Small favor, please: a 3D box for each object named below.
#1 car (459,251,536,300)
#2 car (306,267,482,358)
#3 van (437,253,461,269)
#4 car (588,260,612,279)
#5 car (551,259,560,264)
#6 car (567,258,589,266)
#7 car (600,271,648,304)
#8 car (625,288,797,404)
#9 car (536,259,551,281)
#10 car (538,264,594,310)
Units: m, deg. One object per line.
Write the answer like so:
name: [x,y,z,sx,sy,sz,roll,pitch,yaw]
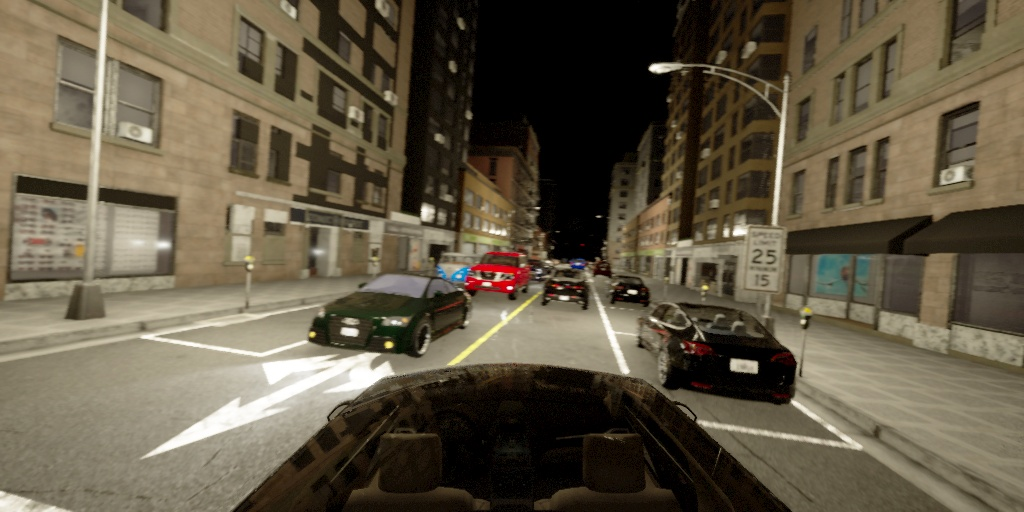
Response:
car: [-0.460,0.810,17.203,2.150,2.045,5.566,5,0,11]
car: [-2.297,1.084,7.879,1.994,1.385,4.181,5,0,11]
van: [-2.732,0.738,19.351,1.690,1.789,3.998,0,0,11]
car: [9.798,1.548,39.311,2.192,1.841,5.009,0,0,11]
car: [3.429,1.238,37.085,2.128,1.511,4.902,5,0,11]
car: [9.567,1.352,52.140,2.150,2.045,5.566,5,0,11]
car: [5.611,1.627,17.727,1.948,1.339,4.313,0,0,11]
car: [3.517,1.549,6.935,1.948,1.339,4.313,0,0,11]
car: [1.454,1.015,27.074,2.097,1.767,4.553,5,0,11]
car: [2.455,1.333,15.761,1.837,1.490,4.892,5,1,11]
